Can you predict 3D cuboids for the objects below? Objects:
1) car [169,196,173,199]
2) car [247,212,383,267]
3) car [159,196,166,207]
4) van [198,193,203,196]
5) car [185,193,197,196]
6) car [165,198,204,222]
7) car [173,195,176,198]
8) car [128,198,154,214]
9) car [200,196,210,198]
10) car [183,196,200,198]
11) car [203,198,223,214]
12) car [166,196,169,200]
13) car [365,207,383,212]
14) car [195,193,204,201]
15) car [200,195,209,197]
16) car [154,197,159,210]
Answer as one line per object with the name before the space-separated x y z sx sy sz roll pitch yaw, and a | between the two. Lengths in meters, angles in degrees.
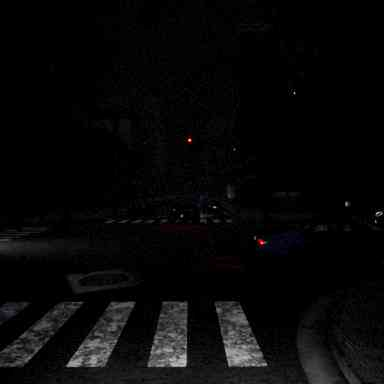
car | -5.645 1.552 69.165 1.967 1.590 4.097 0 0 0
car | 4.516 1.515 10.624 5.357 1.411 2.033 0 0 0
car | -5.665 1.653 52.633 1.802 1.307 4.206 0 0 0
van | 2.366 1.424 58.134 1.690 1.788 3.998 0 0 0
car | -0.246 1.625 73.743 1.837 1.490 4.892 0 0 0
car | -0.471 1.515 26.216 2.128 1.511 4.902 0 0 6
car | -5.630 1.694 80.186 2.008 1.369 4.403 0 0 0
car | -5.687 1.480 36.101 1.967 1.590 4.097 0 0 0
car | 2.352 1.641 47.112 1.802 1.307 4.206 0 0 0
car | -0.172 1.669 51.512 1.895 1.301 4.718 0 0 0
car | 2.338 1.606 36.090 1.947 1.339 4.313 0 0 0
car | -5.658 1.634 58.143 2.008 1.369 4.403 0 0 0
car | 13.001 1.304 20.607 4.553 1.767 2.097 0 0 0
car | 2.040 1.401 90.089 2.150 2.045 5.566 0 0 0
car | 2.359 1.637 52.623 1.947 1.339 4.313 0 0 0
car | -5.679 1.490 41.612 1.967 1.590 4.097 0 0 0
